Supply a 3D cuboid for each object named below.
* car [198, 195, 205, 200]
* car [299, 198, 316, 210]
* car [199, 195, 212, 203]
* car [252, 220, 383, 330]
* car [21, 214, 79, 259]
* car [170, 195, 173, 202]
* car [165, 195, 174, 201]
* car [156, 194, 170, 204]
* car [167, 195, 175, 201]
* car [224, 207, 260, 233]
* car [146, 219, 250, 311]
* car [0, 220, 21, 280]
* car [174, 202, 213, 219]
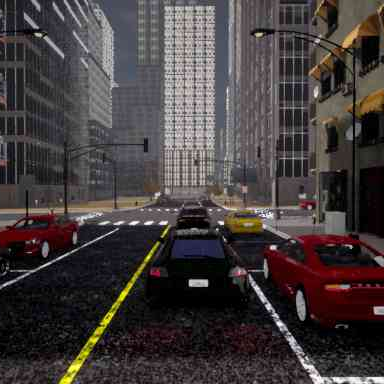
[{"bbox_3d":[2.738,1.582,94.870,1.802,1.307,4.206,-1,0,0],"label":"car"},{"bbox_3d":[14.273,1.256,37.104,4.507,1.381,1.887,-1,1,0],"label":"car"},{"bbox_3d":[2.716,1.437,61.513,1.967,1.590,4.097,-1,0,0],"label":"car"},{"bbox_3d":[2.686,1.544,6.940,1.887,1.381,4.507,-1,0,0],"label":"car"},{"bbox_3d":[-5.692,1.543,12.482,1.887,1.381,4.507,-1,0,0],"label":"car"},{"bbox_3d":[-5.661,1.313,67.079,2.192,1.841,5.009,-1,0,0],"label":"car"},{"bbox_3d":[-5.650,1.524,83.587,1.752,1.417,4.829,-1,0,0],"label":"car"},{"bbox_3d":[-5.663,1.542,61.519,1.887,1.381,4.507,-1,0,0],"label":"car"},{"bbox_3d":[-5.646,1.544,89.316,1.887,1.381,4.507,-1,0,0],"label":"car"},{"bbox_3d":[2.692,1.523,18.156,1.752,1.417,4.829,-1,0,0],"label":"car"},{"bbox_3d":[0.107,1.563,7.823,1.994,1.385,4.181,0,0,0],"label":"car"},{"bbox_3d":[-5.696,1.439,6.958,1.967,1.590,4.097,-1,0,0],"label":"car"},{"bbox_3d":[0.087,1.503,17.807,1.837,1.490,4.892,0,0,-1],"label":"car"}]
